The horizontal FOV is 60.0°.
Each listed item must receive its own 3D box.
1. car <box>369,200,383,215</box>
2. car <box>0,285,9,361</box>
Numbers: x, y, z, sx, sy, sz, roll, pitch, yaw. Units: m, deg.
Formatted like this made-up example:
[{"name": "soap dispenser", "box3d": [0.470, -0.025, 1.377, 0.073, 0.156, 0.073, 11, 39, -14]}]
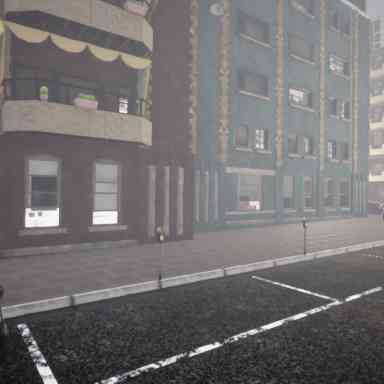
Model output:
[{"name": "car", "box3d": [16.169, 1.241, 32.669, 2.192, 1.841, 5.009, 1, 0, -36]}, {"name": "car", "box3d": [-4.161, 1.566, 3.121, 4.313, 1.339, 1.947, 0, 1, -35]}]
